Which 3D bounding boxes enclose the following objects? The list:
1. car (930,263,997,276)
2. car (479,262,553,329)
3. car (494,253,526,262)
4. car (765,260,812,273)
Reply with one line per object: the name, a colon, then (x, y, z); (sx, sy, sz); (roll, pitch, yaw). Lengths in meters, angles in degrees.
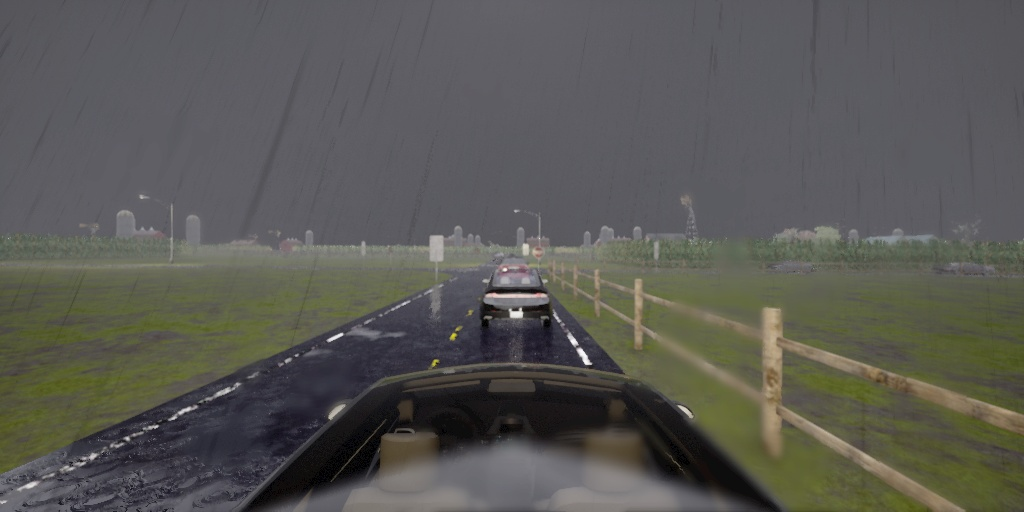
car: (49.140, 1.416, 39.064); (5.357, 1.411, 2.033); (1, 0, 0)
car: (0.103, 1.114, 10.708); (2.128, 1.511, 4.902); (0, 1, 0)
car: (0.109, 0.788, 23.656); (2.097, 1.767, 4.553); (0, 1, 0)
car: (30.248, 1.155, 39.232); (4.181, 1.385, 1.994); (1, 0, 0)
